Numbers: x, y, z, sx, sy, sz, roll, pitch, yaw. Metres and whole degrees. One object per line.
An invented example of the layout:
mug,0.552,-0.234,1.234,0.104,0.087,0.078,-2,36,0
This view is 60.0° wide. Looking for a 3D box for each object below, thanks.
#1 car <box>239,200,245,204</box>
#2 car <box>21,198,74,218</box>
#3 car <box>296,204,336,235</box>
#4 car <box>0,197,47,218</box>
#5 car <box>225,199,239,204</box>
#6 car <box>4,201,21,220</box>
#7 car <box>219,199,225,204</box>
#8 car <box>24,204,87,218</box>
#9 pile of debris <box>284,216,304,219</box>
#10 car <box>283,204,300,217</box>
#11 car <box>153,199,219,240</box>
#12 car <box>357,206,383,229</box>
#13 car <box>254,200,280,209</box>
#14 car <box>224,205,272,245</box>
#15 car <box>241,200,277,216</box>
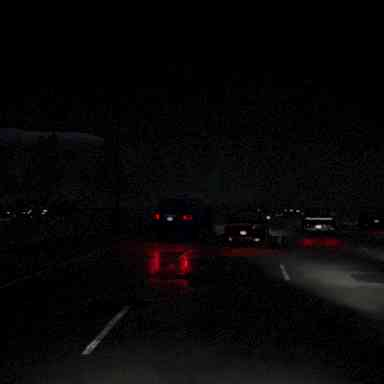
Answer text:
car,11.309,2.253,61.275,4.718,1.301,1.895,1,-1,-42
car,-11.732,1.616,28.418,2.097,1.767,4.553,0,-1,22
car,7.844,1.721,20.644,2.128,1.511,4.902,0,-1,20
car,-17.085,1.530,33.980,2.150,2.045,5.566,0,-1,24
car,9.009,2.198,63.889,4.674,1.442,1.812,1,-1,-42
car,-14.504,1.809,30.970,1.812,1.442,4.674,0,-1,22
car,6.929,2.174,66.725,5.008,1.535,1.882,0,-1,-43
car,-9.556,1.830,24.519,1.895,1.301,4.718,0,-1,20
pile of debris,10.342,2.545,33.811,1.500,0.140,1.860,0,-1,33
car,11.201,1.924,34.774,2.033,1.411,5.357,0,-1,34
car,-0.295,1.412,18.586,2.150,2.045,5.566,0,-1,16
car,12.939,1.750,23.665,1.882,1.535,5.008,0,-1,25
car,13.138,2.129,58.209,4.892,1.490,1.837,0,-1,-42
car,2.883,1.657,16.834,1.882,1.535,5.008,0,-1,15
car,7.417,1.926,35.363,2.033,1.411,5.357,0,-1,33
